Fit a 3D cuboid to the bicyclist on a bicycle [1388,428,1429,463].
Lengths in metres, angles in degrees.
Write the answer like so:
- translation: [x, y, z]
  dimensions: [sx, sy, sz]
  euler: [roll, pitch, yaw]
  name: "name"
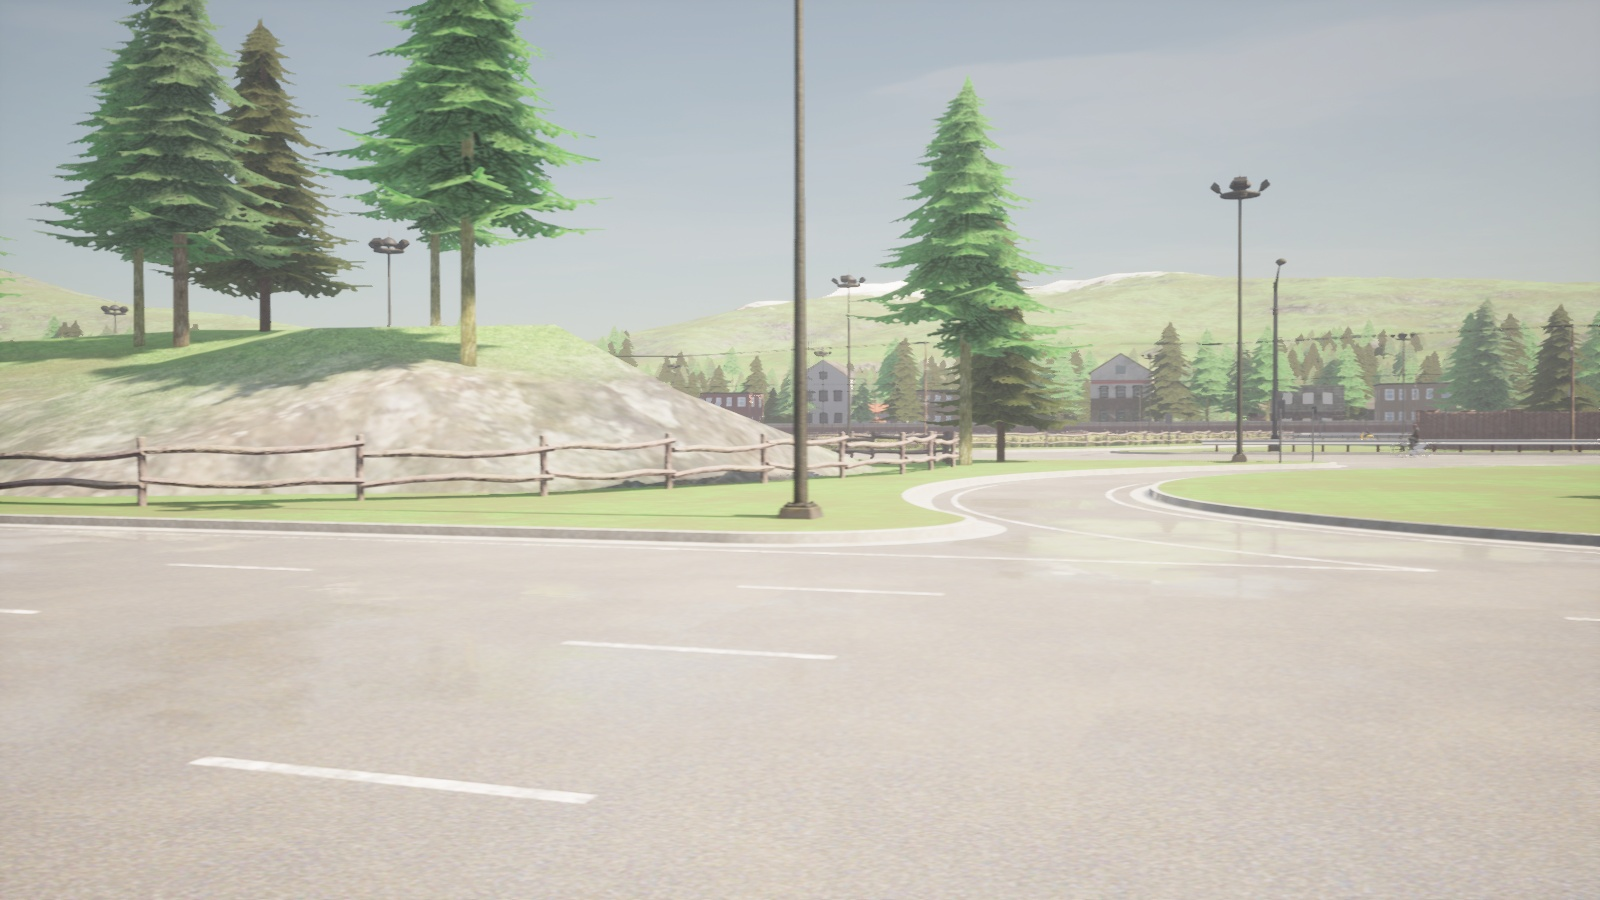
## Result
- translation: [31.943, -0.238, 65.941]
  dimensions: [1.843, 1.776, 0.659]
  euler: [1, 1, 18]
  name: "bicyclist on a bicycle"
